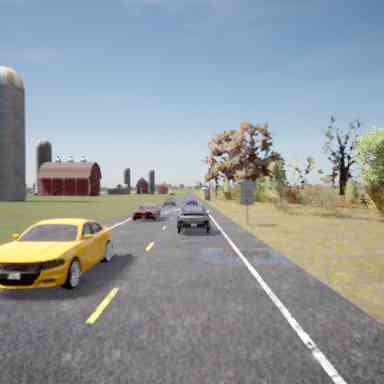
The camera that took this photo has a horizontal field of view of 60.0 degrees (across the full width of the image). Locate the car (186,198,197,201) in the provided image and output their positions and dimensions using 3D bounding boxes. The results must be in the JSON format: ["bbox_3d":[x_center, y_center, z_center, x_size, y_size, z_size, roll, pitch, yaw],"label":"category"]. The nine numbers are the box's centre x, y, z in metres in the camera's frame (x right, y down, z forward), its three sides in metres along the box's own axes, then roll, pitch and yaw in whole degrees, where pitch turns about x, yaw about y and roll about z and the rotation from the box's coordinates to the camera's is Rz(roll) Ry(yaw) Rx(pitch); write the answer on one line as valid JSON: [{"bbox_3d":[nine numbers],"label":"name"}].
[{"bbox_3d":[-0.025,1.595,51.629,1.812,1.442,4.674,0,0,0],"label":"car"}]

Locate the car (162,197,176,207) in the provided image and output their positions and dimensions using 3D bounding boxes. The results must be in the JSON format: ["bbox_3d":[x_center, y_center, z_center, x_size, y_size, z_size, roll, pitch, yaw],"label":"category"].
[{"bbox_3d":[-3.561,1.594,53.161,1.837,1.490,4.892,0,-1,0],"label":"car"}]

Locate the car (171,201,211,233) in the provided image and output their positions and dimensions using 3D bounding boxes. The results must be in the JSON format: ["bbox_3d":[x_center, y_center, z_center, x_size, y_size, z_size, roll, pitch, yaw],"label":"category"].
[{"bbox_3d":[0.089,1.521,19.944,2.128,1.511,4.902,0,0,0],"label":"car"}]

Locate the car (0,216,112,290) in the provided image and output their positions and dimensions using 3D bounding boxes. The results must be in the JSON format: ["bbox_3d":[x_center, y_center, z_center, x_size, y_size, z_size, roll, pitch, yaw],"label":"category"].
[{"bbox_3d":[-3.603,1.487,9.246,1.882,1.535,5.008,0,-1,0],"label":"car"}]

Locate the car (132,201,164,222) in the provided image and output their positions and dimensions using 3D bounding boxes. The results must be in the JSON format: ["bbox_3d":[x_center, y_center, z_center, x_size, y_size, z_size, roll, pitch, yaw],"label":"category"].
[{"bbox_3d":[-3.613,1.657,27.020,1.895,1.301,4.718,0,0,0],"label":"car"}]
